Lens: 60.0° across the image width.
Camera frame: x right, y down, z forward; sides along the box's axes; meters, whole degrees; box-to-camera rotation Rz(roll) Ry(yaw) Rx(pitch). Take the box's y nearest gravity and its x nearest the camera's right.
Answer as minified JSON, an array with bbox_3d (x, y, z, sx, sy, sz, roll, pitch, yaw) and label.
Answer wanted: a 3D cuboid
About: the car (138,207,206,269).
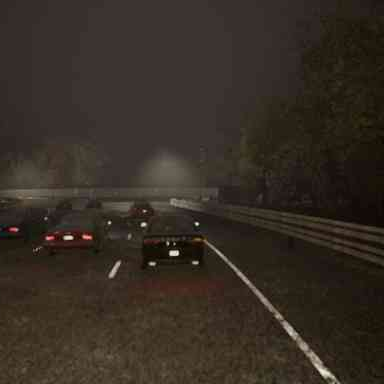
[{"bbox_3d":[-0.725,1.493,11.360,1.882,1.535,5.008,0,0,-6],"label":"car"}]

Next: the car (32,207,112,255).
[{"bbox_3d":[-4.445,1.579,13.574,2.033,1.411,5.357,0,0,-8],"label":"car"}]

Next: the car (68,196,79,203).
[{"bbox_3d":[-26.128,1.653,71.567,1.882,1.535,5.008,0,0,-42],"label":"car"}]

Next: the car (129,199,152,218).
[{"bbox_3d":[-4.646,1.615,30.609,1.994,1.385,4.181,0,0,-16],"label":"car"}]

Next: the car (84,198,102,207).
[{"bbox_3d":[-12.998,1.574,43.631,1.882,1.535,5.008,0,0,-24],"label":"car"}]

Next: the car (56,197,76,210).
[{"bbox_3d":[-16.442,1.672,42.747,1.994,1.385,4.181,0,0,-24],"label":"car"}]

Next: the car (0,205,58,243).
[{"bbox_3d":[-8.333,1.596,16.074,2.033,1.411,5.357,0,0,-9],"label":"car"}]
